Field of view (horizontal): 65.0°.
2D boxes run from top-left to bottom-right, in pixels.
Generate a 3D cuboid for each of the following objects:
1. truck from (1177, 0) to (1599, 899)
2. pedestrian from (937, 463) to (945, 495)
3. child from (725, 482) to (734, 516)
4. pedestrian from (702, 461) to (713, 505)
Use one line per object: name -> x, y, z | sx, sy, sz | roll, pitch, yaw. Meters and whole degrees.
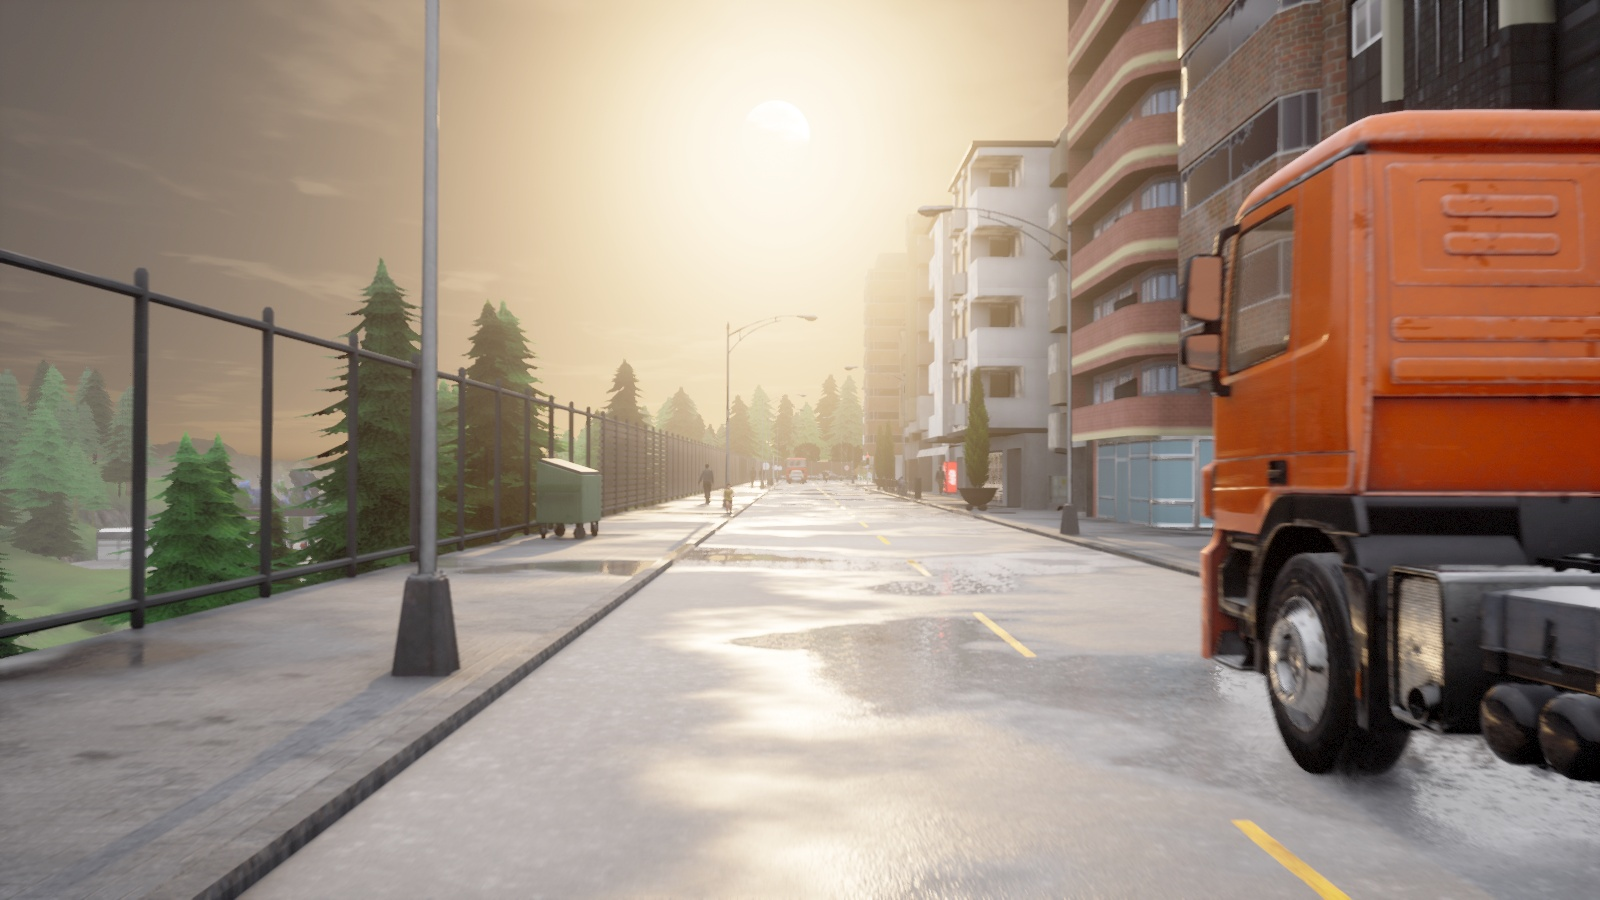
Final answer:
truck -> 3.984, -0.109, 4.408 | 2.891, 3.462, 7.936 | 0, -1, 0
pedestrian -> 8.557, 1.770, 76.435 | 0.423, 1.949, 0.788 | 0, -1, 3
child -> -2.336, 1.610, 41.596 | 0.255, 1.110, 0.394 | 0, -1, -5
pedestrian -> -4.114, 1.480, 56.062 | 0.423, 1.949, 0.788 | 0, -1, 0
